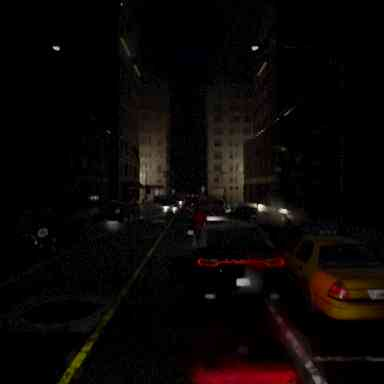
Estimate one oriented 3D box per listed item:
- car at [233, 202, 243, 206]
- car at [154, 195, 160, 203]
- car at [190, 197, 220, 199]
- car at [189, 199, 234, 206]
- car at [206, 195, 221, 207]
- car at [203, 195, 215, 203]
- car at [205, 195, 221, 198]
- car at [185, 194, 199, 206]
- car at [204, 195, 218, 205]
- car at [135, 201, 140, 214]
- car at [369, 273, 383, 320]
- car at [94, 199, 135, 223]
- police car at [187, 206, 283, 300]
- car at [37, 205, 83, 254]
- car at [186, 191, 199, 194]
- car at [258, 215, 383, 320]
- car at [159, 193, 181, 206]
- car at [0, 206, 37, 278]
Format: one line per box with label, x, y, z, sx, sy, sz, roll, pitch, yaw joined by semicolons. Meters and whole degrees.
car;2.881;1.446;18.279;1.947;1.339;4.313;-1;0;0
car;-5.604;1.154;57.389;1.887;1.381;4.507;-1;0;0
car;0.928;1.346;24.337;1.837;1.490;4.892;0;0;0
car;0.921;1.358;18.337;1.882;1.535;5.008;0;0;0
car;2.924;1.214;46.377;1.752;1.417;4.829;-1;0;0
car;2.941;1.191;57.379;1.802;1.307;4.206;-1;0;0
car;2.915;1.280;40.622;2.008;1.369;4.403;-1;0;0
car;0.075;1.290;46.264;1.895;1.301;4.718;0;0;1
car;2.933;1.215;51.794;1.947;1.339;4.313;-1;0;0
car;-5.640;1.388;29.462;1.802;1.307;4.206;-1;0;0
car;2.856;1.571;1.522;1.802;1.307;4.206;-1;0;0
car;-5.649;1.284;23.875;1.967;1.590;4.097;-1;0;0
police car;0.908;1.370;8.447;1.930;1.638;5.238;0;0;0
car;-5.664;1.357;12.704;1.967;1.590;4.097;-1;0;0
car;0.075;0.815;59.540;2.150;2.045;5.566;0;0;0
car;2.864;1.477;7.277;1.752;1.417;4.829;-1;0;0
car;-3.016;1.252;46.434;1.994;1.385;4.181;0;0;0
car;-5.672;1.268;7.118;2.192;1.841;5.009;-1;0;0
